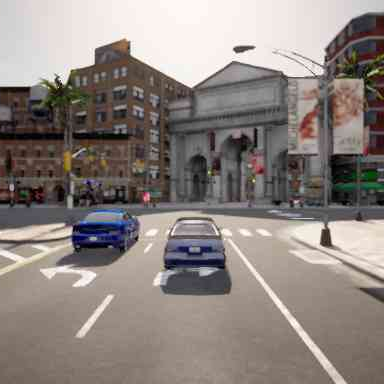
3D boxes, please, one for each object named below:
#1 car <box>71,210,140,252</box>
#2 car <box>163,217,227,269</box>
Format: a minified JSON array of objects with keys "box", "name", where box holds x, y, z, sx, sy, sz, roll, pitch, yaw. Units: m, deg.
[{"box":[-3.408,1.472,13.964,1.882,1.535,5.008,0,0,0],"name":"car"},{"box":[0.104,1.543,11.139,2.033,1.411,5.357,0,0,1],"name":"car"}]
